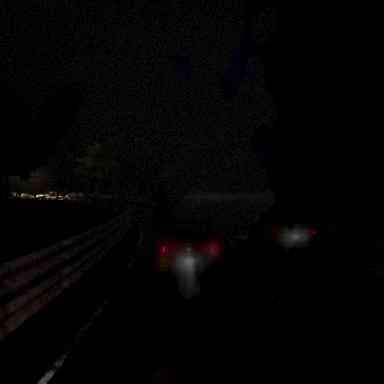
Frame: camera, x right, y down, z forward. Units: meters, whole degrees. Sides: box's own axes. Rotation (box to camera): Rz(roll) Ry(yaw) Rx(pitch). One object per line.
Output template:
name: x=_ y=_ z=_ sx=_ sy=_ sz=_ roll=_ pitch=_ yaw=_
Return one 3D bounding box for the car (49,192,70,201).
car: x=-26.937 y=0.826 z=68.666 sx=4.553 sy=1.767 sz=2.097 roll=1 pitch=1 yaw=44

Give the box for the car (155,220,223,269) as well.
car: x=-0.230 y=1.590 z=11.179 sx=1.895 sy=1.301 sz=4.718 roll=0 pitch=0 yaw=-4

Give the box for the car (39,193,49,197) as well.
car: x=-34.102 y=0.769 z=76.076 sx=1.895 sy=1.301 sz=4.718 roll=0 pitch=1 yaw=-39

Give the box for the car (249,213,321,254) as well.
car: x=3.588 y=1.547 z=13.499 sx=1.994 sy=1.385 sz=4.181 roll=0 pitch=0 yaw=0
